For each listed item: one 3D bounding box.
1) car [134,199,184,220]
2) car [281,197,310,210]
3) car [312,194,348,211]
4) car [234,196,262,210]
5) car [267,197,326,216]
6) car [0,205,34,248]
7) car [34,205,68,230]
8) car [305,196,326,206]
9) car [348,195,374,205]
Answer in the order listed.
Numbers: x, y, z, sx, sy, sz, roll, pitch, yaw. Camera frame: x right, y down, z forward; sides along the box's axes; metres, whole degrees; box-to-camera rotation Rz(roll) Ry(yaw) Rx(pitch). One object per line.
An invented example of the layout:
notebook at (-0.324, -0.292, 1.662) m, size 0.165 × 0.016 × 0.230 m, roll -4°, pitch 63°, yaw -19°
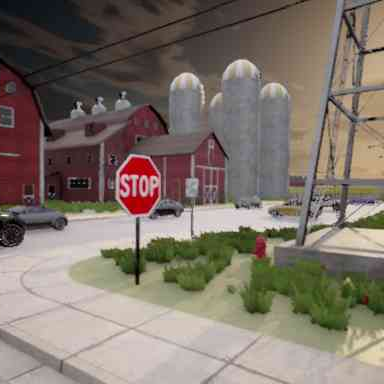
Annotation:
car at (-2.603, 1.295, 25.861) m, size 2.128 × 1.511 × 4.902 m, roll 1°, pitch 0°, yaw 35°
car at (13.349, 1.388, 42.548) m, size 2.033 × 1.411 × 5.357 m, roll 1°, pitch 0°, yaw 35°
car at (15.612, 1.200, 38.732) m, size 3.866 × 1.878 × 1.905 m, roll 1°, pitch 0°, yaw 35°
car at (6.723, 1.305, 39.343) m, size 1.837 × 1.490 × 4.892 m, roll 1°, pitch 1°, yaw 35°
car at (8.352, 1.401, 27.357) m, size 4.193 × 1.474 × 1.816 m, roll 1°, pitch 0°, yaw 35°
car at (-8.030, 1.075, 10.899) m, size 2.150 × 2.045 × 5.566 m, roll -1°, pitch 0°, yaw 9°
car at (-8.653, 1.368, 17.303) m, size 1.994 × 1.385 × 4.181 m, roll 1°, pitch 0°, yaw 38°
car at (18.949, 1.343, 50.744) m, size 1.837 × 1.490 × 4.892 m, roll 1°, pitch 0°, yaw 35°
car at (29.478, 1.364, 58.573) m, size 4.611 × 1.667 × 2.242 m, roll 1°, pitch 0°, yaw 35°
